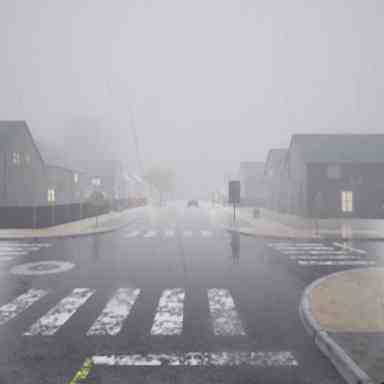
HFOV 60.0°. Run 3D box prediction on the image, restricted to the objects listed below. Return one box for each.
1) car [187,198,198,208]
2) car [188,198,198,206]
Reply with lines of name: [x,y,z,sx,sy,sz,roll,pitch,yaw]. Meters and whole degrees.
car: [0.145,1.831,56.155,2.128,1.511,4.902,0,-1,0]
car: [0.173,1.920,66.574,1.882,1.535,5.008,0,-1,0]
